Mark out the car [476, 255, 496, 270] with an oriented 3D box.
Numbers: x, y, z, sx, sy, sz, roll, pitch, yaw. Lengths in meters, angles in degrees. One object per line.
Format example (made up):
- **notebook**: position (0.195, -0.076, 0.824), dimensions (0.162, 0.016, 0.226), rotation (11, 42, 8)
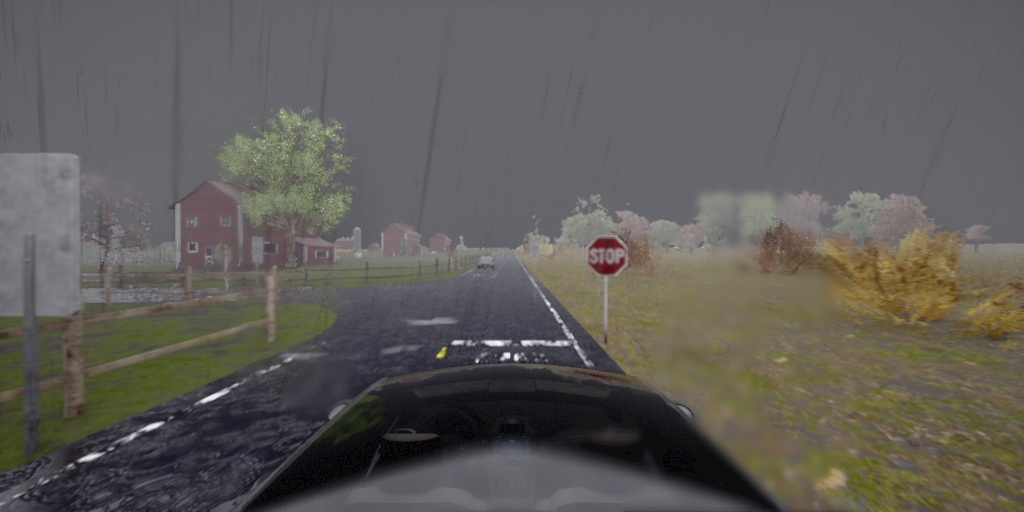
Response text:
- **car**: position (-2.740, 0.701, 38.988), dimensions (1.837, 1.490, 4.892), rotation (0, 1, 0)
